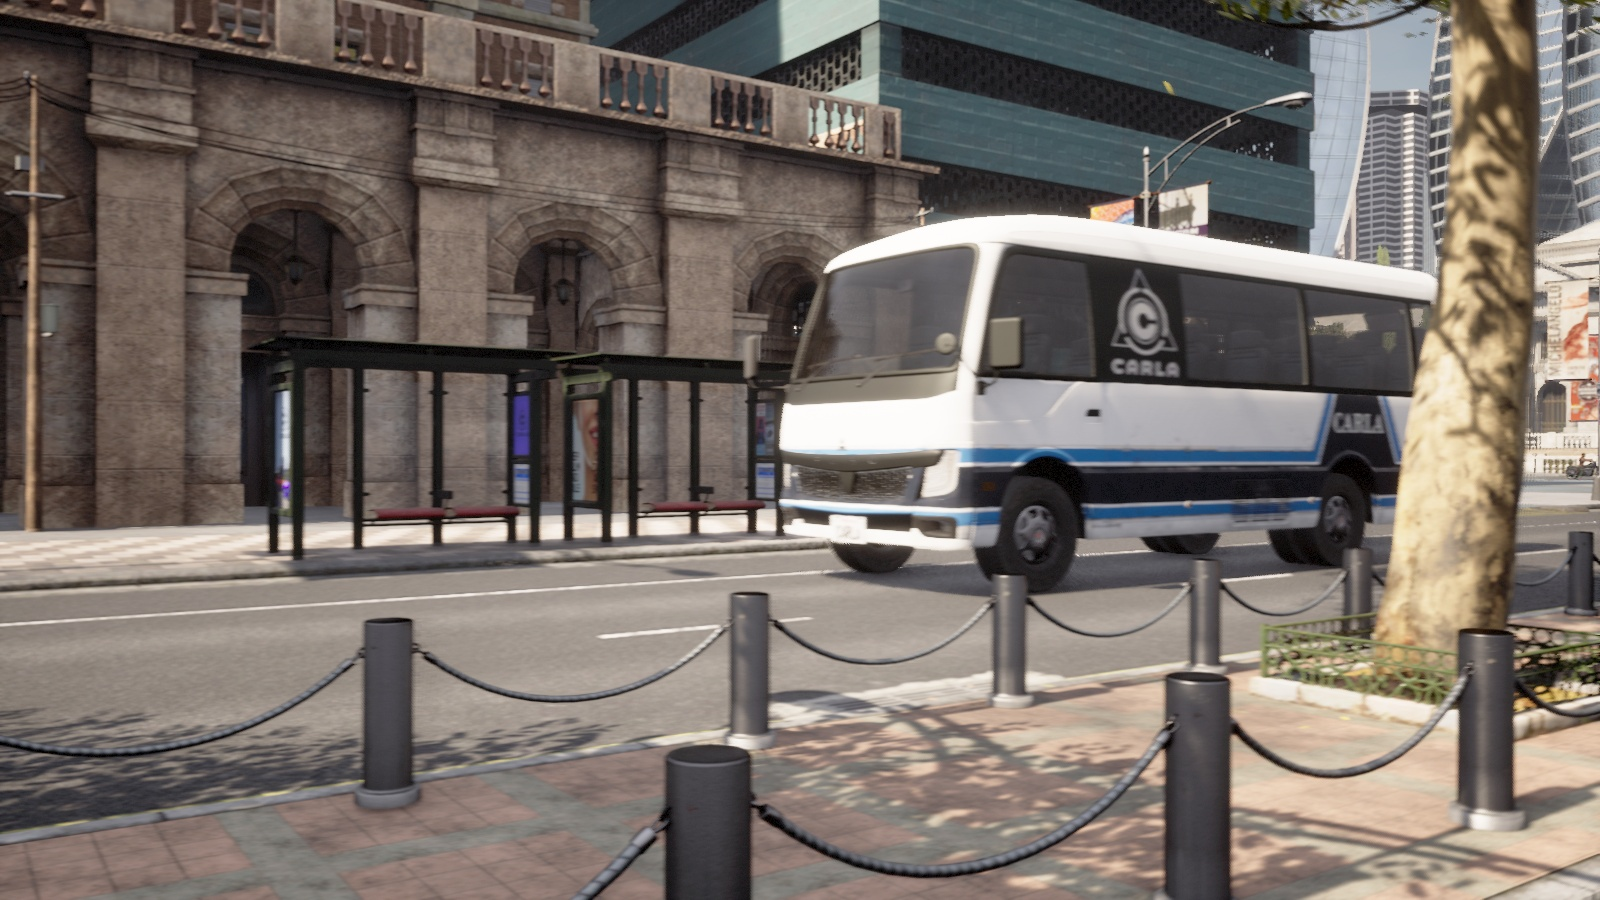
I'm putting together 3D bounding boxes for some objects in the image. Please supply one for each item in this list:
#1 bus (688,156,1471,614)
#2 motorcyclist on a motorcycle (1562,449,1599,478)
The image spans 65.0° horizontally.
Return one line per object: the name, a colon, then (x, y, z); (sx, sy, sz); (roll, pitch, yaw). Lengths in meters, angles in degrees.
bus: (4.022, -0.600, 16.211); (10.273, 4.253, 3.944); (0, 0, -35)
motorcyclist on a motorcycle: (46.016, 0.778, 73.465); (0.766, 1.649, 2.350); (0, 0, -35)
